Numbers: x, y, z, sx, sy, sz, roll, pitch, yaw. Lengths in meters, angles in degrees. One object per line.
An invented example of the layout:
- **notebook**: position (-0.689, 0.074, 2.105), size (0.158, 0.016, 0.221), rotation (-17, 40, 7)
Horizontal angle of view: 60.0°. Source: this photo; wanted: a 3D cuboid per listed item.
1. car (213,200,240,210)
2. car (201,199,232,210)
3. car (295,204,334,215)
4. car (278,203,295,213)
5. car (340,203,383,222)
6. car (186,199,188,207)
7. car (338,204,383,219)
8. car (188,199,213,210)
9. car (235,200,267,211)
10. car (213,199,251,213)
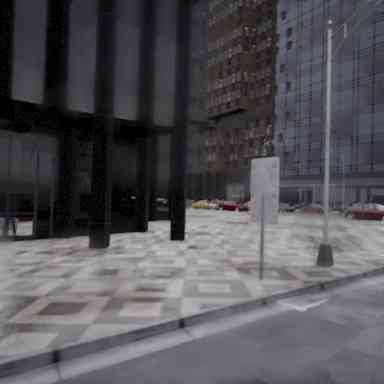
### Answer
- **car**: position (5.562, 2.064, 53.850), size (2.008, 1.369, 4.403), rotation (2, -1, -36)
- **car**: position (3.791, 1.907, 51.591), size (2.128, 1.511, 4.902), rotation (3, -1, -35)
- **car**: position (15.141, 2.085, 40.464), size (1.802, 1.307, 4.206), rotation (2, -1, -36)
- **car**: position (11.948, 2.072, 44.926), size (1.947, 1.339, 4.313), rotation (2, -1, -36)
- **car**: position (14.583, 1.630, 26.613), size (1.967, 1.590, 4.097), rotation (3, -1, -37)
- **car**: position (-0.825, 2.068, 62.775), size (2.008, 1.369, 4.403), rotation (3, -1, -36)
- **car**: position (18.334, 2.065, 36.003), size (1.947, 1.339, 4.313), rotation (2, -1, -36)
- **car**: position (1.923, 1.730, 44.297), size (1.752, 1.417, 4.829), rotation (2, -1, -36)
- **car**: position (8.657, 2.035, 49.528), size (1.752, 1.417, 4.829), rotation (2, -1, -36)
- **car**: position (5.018, 1.746, 39.972), size (1.887, 1.381, 4.507), rotation (2, -1, -36)
